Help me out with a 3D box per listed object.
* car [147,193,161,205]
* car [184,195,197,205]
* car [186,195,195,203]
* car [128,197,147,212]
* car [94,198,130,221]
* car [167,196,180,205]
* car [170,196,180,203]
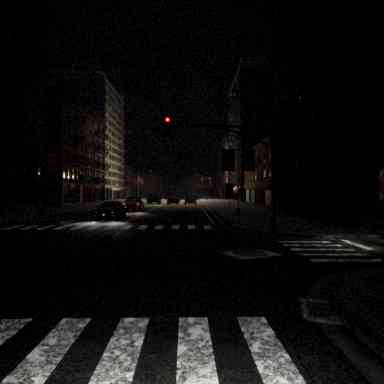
[{"bbox_3d":[-6.803,1.213,59.493,2.150,2.045,5.566,0,0,0],"label":"car"},{"bbox_3d":[-0.258,1.342,58.236,2.097,1.767,4.553,0,0,0],"label":"car"},{"bbox_3d":[-0.303,1.465,68.268,1.882,1.535,5.008,0,0,0],"label":"car"},{"bbox_3d":[-6.778,1.348,38.436,2.097,1.767,4.553,0,0,-2],"label":"car"},{"bbox_3d":[-6.724,1.504,27.665,1.837,1.490,4.892,0,0,0],"label":"car"},{"bbox_3d":[-3.416,1.468,59.665,1.882,1.535,5.008,0,0,0],"label":"car"},{"bbox_3d":[-3.475,1.588,69.819,1.895,1.301,4.718,0,0,0],"label":"car"}]
